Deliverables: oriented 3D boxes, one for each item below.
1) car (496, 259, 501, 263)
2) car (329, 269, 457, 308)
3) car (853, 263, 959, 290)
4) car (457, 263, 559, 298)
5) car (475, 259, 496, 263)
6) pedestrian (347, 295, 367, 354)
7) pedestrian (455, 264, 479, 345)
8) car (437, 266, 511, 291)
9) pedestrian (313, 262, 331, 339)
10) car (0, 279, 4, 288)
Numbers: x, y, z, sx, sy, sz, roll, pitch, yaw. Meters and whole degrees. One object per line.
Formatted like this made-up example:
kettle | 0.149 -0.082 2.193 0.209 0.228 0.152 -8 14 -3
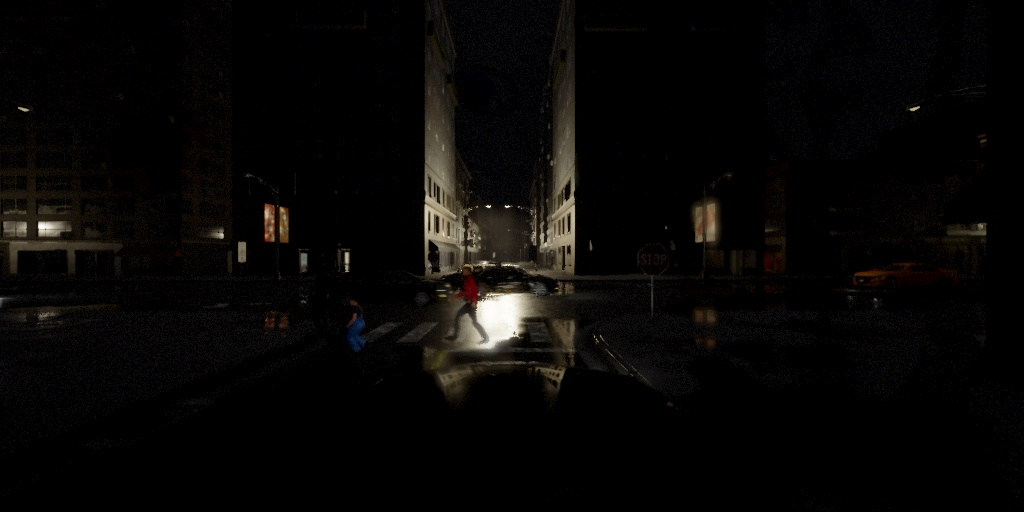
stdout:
car | -3.097 1.261 52.424 2.128 1.511 4.902 0 0 0
car | -4.927 1.265 14.628 4.892 1.490 1.837 0 0 0
car | 23.360 1.193 21.391 5.008 1.535 1.882 0 0 0
car | -0.135 1.255 17.888 4.892 1.490 1.837 0 0 0
car | -3.107 1.250 36.031 2.128 1.511 4.902 0 0 1
pedestrian | -3.124 1.324 7.348 0.375 1.300 0.375 0 0 0
pedestrian | -0.991 1.043 7.949 0.375 1.860 0.375 0 0 0
car | -2.158 1.314 21.334 4.181 1.385 1.994 0 0 0
pedestrian | -4.554 1.043 8.610 0.375 1.860 0.375 0 0 0
car | -28.784 1.399 17.822 4.718 1.301 1.895 0 0 0
